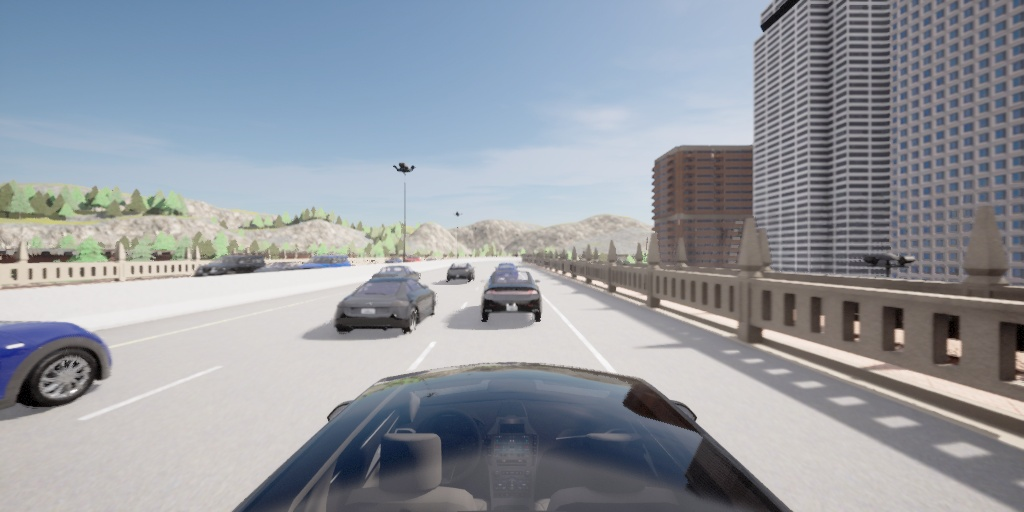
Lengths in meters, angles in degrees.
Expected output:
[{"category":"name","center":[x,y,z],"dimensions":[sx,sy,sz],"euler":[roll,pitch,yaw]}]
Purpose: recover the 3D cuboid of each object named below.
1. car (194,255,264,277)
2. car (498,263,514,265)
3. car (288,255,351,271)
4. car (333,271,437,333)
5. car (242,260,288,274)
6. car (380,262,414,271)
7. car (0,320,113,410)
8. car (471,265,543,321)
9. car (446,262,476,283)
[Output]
[{"category":"car","center":[-21.611,0.960,27.960],"dimensions":[2.150,2.045,5.566],"euler":[0,0,-1]},{"category":"car","center":[-0.449,1.256,28.971],"dimensions":[1.812,1.442,4.674],"euler":[0,0,-2]},{"category":"car","center":[-14.612,0.957,28.077],"dimensions":[2.150,2.045,5.566],"euler":[0,0,-1]},{"category":"car","center":[-3.518,1.308,10.704],"dimensions":[1.994,1.385,4.181],"euler":[0,0,-1]},{"category":"car","center":[-18.111,1.228,28.061],"dimensions":[2.128,1.511,4.902],"euler":[0,0,-1]},{"category":"car","center":[-7.288,1.284,22.956],"dimensions":[2.033,1.411,5.357],"euler":[0,0,-1]},{"category":"car","center":[-6.943,1.103,3.356],"dimensions":[2.097,1.767,4.553],"euler":[0,0,0]},{"category":"car","center":[-0.045,1.234,12.354],"dimensions":[2.128,1.511,4.902],"euler":[0,0,-1]},{"category":"car","center":[-3.912,1.223,27.925],"dimensions":[2.128,1.511,4.902],"euler":[0,0,-1]}]
